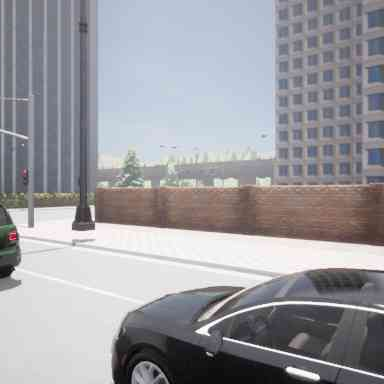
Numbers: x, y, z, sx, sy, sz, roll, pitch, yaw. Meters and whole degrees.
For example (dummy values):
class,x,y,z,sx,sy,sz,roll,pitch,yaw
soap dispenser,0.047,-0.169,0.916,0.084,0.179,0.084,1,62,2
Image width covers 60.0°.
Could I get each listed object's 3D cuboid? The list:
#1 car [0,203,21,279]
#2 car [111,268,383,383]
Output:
class,x,y,z,sx,sy,sz,roll,pitch,yaw
car,-6.748,1.221,8.791,5.566,2.045,2.150,0,0,35
car,1.328,1.505,3.046,4.892,1.490,1.837,0,0,36
